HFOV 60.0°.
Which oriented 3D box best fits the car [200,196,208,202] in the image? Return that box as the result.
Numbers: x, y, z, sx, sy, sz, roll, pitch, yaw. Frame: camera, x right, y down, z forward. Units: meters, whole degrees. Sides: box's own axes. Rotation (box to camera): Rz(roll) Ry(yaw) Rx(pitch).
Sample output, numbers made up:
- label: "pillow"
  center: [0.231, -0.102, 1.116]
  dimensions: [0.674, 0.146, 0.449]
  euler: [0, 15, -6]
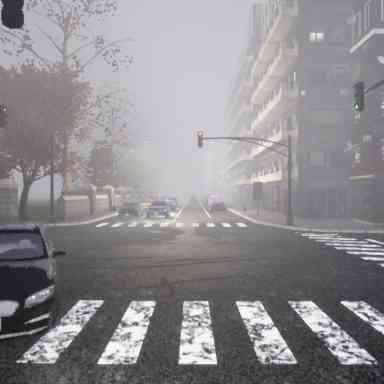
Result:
- label: "car"
  center: [2.961, 1.634, 81.572]
  dimensions: [1.887, 1.381, 4.507]
  euler: [0, 0, 0]

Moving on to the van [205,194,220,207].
- label: "van"
  center: [2.833, 1.365, 42.161]
  dimensions: [1.690, 1.788, 3.998]
  euler: [0, 0, 0]

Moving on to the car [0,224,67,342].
- label: "car"
  center: [-3.645, 1.449, 6.542]
  dimensions: [2.128, 1.511, 4.902]
  euler: [2, 0, -24]

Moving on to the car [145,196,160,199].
- label: "car"
  center: [-5.548, 1.549, 42.019]
  dimensions: [1.752, 1.417, 4.829]
  euler: [0, 0, 0]

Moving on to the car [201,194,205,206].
- label: "car"
  center: [2.869, 1.479, 53.422]
  dimensions: [1.967, 1.590, 4.097]
  euler: [0, 0, 0]

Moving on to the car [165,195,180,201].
- label: "car"
  center: [-2.910, 1.540, 50.436]
  dimensions: [1.837, 1.490, 4.892]
  euler: [0, 0, 0]

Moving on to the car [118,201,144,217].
- label: "car"
  center: [-5.585, 1.579, 30.928]
  dimensions: [1.947, 1.339, 4.313]
  euler: [0, 0, 0]

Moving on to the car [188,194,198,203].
- label: "car"
  center: [0.246, 1.424, 71.423]
  dimensions: [2.097, 1.767, 4.553]
  euler: [0, 0, 0]

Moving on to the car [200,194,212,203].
- label: "car"
  center: [2.925, 1.382, 70.312]
  dimensions: [2.192, 1.841, 5.009]
  euler: [0, 0, 0]

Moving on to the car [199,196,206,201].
- label: "car"
  center: [2.998, 1.699, 92.832]
  dimensions: [1.802, 1.307, 4.206]
  euler: [0, 0, 0]

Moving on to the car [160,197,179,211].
- label: "car"
  center: [-2.960, 1.623, 40.245]
  dimensions: [1.895, 1.301, 4.718]
  euler: [0, 0, 0]

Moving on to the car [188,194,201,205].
- label: "car"
  center: [0.303, 1.577, 61.343]
  dimensions: [1.812, 1.442, 4.674]
  euler: [0, 0, 0]

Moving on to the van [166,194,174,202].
- label: "van"
  center: [-5.419, 1.431, 81.600]
  dimensions: [1.690, 1.788, 3.998]
  euler: [0, 0, 0]

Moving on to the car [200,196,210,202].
- label: "car"
  center: [2.943, 1.628, 75.942]
  dimensions: [2.008, 1.369, 4.403]
  euler: [0, 0, 0]

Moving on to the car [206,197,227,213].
- label: "car"
  center: [2.813, 1.563, 36.530]
  dimensions: [1.887, 1.381, 4.507]
  euler: [0, 0, 0]

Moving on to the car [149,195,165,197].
- label: "car"
  center: [-5.529, 1.346, 47.819]
  dimensions: [2.192, 1.841, 5.009]
  euler: [0, 0, 0]

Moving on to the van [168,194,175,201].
- label: "van"
  center: [-5.400, 1.444, 87.229]
  dimensions: [1.690, 1.788, 3.998]
  euler: [0, 0, 0]

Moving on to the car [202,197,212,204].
- label: "car"
  center: [2.906, 1.602, 64.681]
  dimensions: [1.887, 1.381, 4.507]
  euler: [0, 0, 0]

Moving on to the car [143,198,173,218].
- label: "car"
  center: [-2.993, 1.539, 30.321]
  dimensions: [1.812, 1.442, 4.674]
  euler: [0, 0, 0]

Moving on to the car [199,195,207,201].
- label: "car"
  center: [2.980, 1.543, 87.201]
  dimensions: [1.967, 1.590, 4.097]
  euler: [0, 0, 0]
